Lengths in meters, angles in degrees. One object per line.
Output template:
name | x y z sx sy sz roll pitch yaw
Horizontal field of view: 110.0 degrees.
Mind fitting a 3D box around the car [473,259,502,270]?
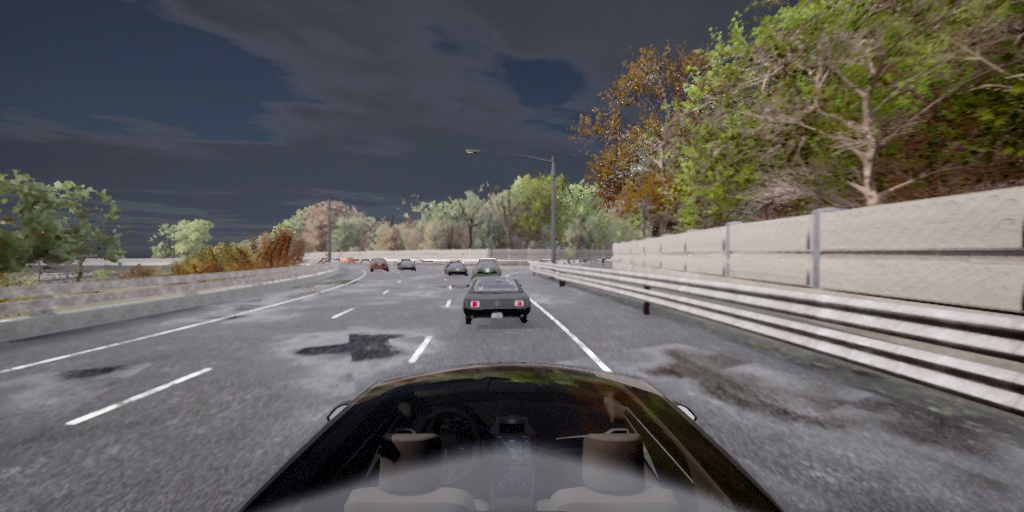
car | -1.851 1.035 27.022 2.097 1.767 4.553 0 0 -4

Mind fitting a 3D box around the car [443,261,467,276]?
car | -5.770 1.234 36.177 1.994 1.385 4.181 0 0 -17

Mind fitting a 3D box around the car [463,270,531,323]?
car | -0.579 1.324 11.978 1.895 1.301 4.718 0 0 -5

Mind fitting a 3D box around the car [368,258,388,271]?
car | -17.325 1.030 46.320 2.097 1.767 4.553 0 0 -26

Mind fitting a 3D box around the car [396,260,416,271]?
car | -14.133 1.228 47.739 1.994 1.385 4.181 0 0 -26
